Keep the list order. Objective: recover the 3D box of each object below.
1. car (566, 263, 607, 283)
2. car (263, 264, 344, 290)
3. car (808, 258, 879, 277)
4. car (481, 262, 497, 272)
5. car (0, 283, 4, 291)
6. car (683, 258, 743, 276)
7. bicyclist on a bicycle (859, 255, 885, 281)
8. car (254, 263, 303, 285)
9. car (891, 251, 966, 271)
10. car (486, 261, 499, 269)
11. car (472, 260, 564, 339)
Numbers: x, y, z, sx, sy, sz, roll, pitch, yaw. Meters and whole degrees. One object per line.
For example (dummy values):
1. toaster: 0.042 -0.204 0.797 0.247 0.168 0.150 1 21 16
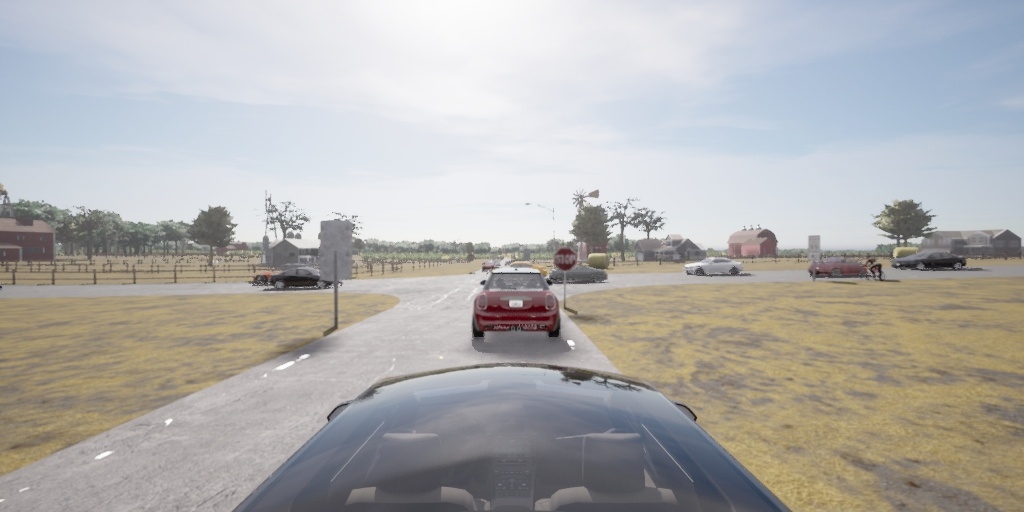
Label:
1. car: 4.899 1.236 26.595 4.181 1.385 1.994 -1 1 0
2. car: -14.966 1.583 26.267 5.008 1.535 1.882 -1 1 4
3. car: 24.621 0.802 26.647 4.181 1.385 1.994 -1 1 0
4. car: -3.098 1.461 49.170 1.895 1.301 4.718 0 0 -1
5. car: -40.761 2.072 26.441 4.674 1.442 1.812 0 1 0
6. car: 16.973 0.871 30.322 4.674 1.442 1.812 -1 1 0
7. bicyclist on a bicycle: 22.810 0.788 22.746 0.582 1.620 1.656 -1 0 0
8. car: -19.094 1.469 30.260 4.553 1.767 2.097 -1 1 -1
9. car: 35.187 0.402 30.374 5.008 1.535 1.882 -1 1 0
10. car: -3.188 1.456 59.160 1.994 1.385 4.181 0 0 0
11. car: 0.128 1.116 10.340 2.097 1.767 4.553 0 0 1
